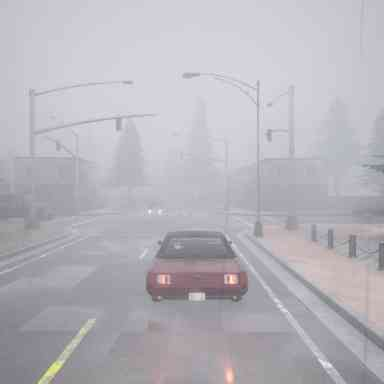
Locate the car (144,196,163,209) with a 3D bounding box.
[{"bbox_3d":[-4.823,1.530,43.443,1.994,1.385,4.181,0,0,-6],"label":"car"}]

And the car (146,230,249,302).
[{"bbox_3d":[0.074,1.601,8.227,1.895,1.301,4.718,0,0,-1],"label":"car"}]

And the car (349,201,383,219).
[{"bbox_3d":[15.771,1.476,27.886,4.902,1.511,2.128,0,0,2],"label":"car"}]

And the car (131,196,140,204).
[{"bbox_3d":[-10.171,1.443,63.347,1.882,1.535,5.008,0,0,-24],"label":"car"}]

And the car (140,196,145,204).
[{"bbox_3d":[-6.700,1.470,53.674,1.837,1.490,4.892,0,0,-16],"label":"car"}]

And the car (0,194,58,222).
[{"bbox_3d":[-13.033,1.205,24.985,5.566,2.045,2.150,0,0,2],"label":"car"}]
